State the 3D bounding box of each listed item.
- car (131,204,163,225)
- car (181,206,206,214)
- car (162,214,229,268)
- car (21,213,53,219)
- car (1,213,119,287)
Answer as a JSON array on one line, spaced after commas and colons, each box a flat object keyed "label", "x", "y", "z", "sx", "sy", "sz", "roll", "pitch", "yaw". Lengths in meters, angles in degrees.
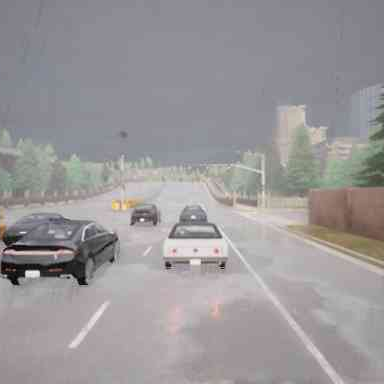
[{"label": "car", "x": -3.398, "y": 1.644, "z": 25.100, "sx": 1.837, "sy": 1.490, "sz": 4.892, "roll": 0, "pitch": 0, "yaw": 0}, {"label": "car", "x": 0.101, "y": 1.702, "z": 24.897, "sx": 1.994, "sy": 1.385, "sz": 4.181, "roll": 0, "pitch": 0, "yaw": 0}, {"label": "car", "x": 0.100, "y": 1.664, "z": 11.424, "sx": 1.895, "sy": 1.301, "sz": 4.718, "roll": 0, "pitch": 0, "yaw": 0}, {"label": "car", "x": -6.899, "y": 1.650, "z": 15.584, "sx": 1.994, "sy": 1.385, "sz": 4.181, "roll": 0, "pitch": 0, "yaw": 0}, {"label": "car", "x": -3.399, "y": 1.544, "z": 9.515, "sx": 2.128, "sy": 1.511, "sz": 4.902, "roll": 0, "pitch": 0, "yaw": 0}]
